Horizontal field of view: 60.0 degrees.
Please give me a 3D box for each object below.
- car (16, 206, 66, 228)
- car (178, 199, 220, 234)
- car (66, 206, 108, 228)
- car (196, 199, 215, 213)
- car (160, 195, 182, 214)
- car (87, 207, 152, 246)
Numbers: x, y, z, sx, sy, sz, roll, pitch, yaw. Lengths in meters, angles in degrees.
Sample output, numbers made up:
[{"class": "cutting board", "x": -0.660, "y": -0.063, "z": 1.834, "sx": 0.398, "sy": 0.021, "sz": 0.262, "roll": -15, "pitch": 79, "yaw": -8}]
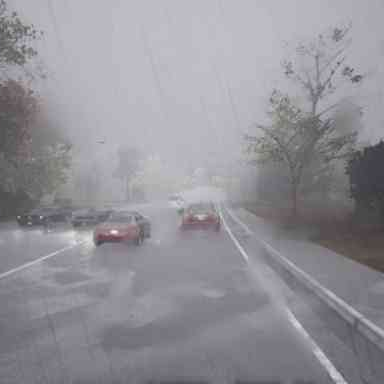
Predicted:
[{"class": "car", "x": -10.027, "y": 1.651, "z": 22.945, "sx": 1.895, "sy": 1.301, "sz": 4.718, "roll": 0, "pitch": 0, "yaw": 3}, {"class": "car", "x": 0.556, "y": 1.404, "z": 19.665, "sx": 2.097, "sy": 1.767, "sz": 4.553, "roll": 0, "pitch": 0, "yaw": 2}, {"class": "car", "x": -6.534, "y": 1.654, "z": 22.690, "sx": 1.895, "sy": 1.301, "sz": 4.718, "roll": 0, "pitch": 0, "yaw": 3}, {"class": "car", "x": 1.631, "y": 1.595, "z": 39.152, "sx": 2.128, "sy": 1.511, "sz": 4.902, "roll": 0, "pitch": 0, "yaw": 4}, {"class": "car", "x": -2.064, "y": 1.314, "z": 36.390, "sx": 2.150, "sy": 2.045, "sz": 5.566, "roll": 0, "pitch": 0, "yaw": 4}, {"class": "car", "x": -3.099, "y": 1.602, "z": 15.552, "sx": 1.994, "sy": 1.385, "sz": 4.181, "roll": 0, "pitch": 0, "yaw": 2}]
